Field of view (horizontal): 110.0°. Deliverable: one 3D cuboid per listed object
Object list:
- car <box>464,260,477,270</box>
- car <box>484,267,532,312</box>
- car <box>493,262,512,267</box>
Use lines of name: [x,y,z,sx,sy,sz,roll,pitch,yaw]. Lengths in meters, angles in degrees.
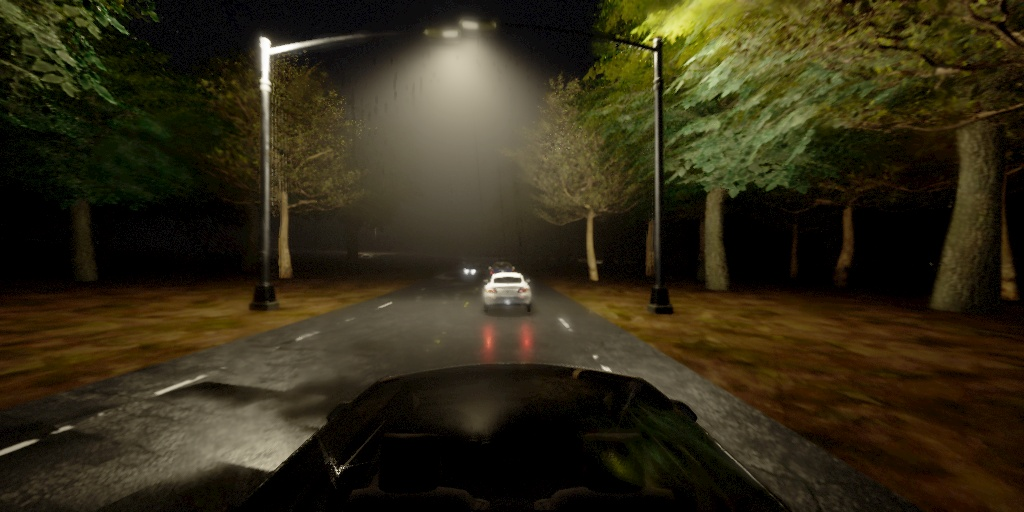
car: [-6.774,1.466,58.951,2.128,1.511,4.902,0,0,-4]
car: [-0.193,1.396,14.944,1.812,1.442,4.674,-1,0,-1]
car: [-0.817,1.286,29.100,2.097,1.767,4.553,0,0,-3]
